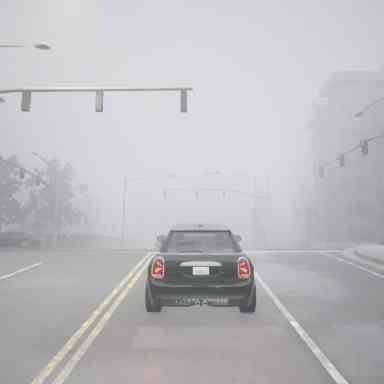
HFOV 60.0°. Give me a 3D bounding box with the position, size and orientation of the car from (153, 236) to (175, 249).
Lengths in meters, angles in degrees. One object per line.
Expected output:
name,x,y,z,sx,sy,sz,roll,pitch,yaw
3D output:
car,-3.126,5.808,37.901,2.033,1.411,5.357,0,-10,0

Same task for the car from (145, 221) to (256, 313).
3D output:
car,0.179,1.489,8.147,2.097,1.767,4.553,0,-1,0

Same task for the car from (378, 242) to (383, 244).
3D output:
car,17.225,4.286,26.187,4.892,1.490,1.837,5,-10,1

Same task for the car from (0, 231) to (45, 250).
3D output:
car,-14.177,3.821,26.178,4.892,1.490,1.837,0,-8,-1
